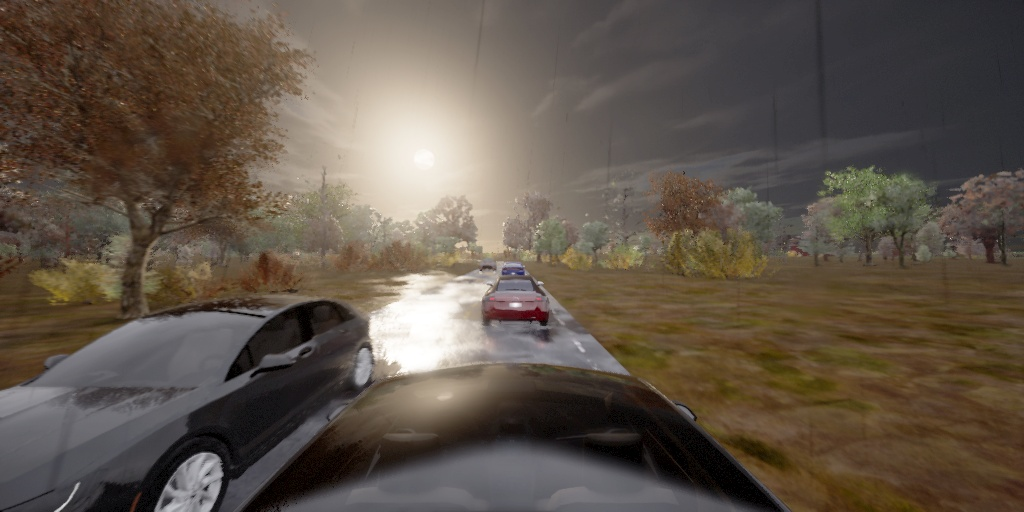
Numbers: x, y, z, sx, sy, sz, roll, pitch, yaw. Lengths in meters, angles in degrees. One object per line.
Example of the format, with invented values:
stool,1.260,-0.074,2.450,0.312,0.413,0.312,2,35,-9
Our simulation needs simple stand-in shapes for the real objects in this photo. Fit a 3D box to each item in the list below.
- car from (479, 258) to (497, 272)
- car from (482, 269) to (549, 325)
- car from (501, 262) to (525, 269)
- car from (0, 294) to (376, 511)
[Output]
car,-3.091,1.086,46.709,2.097,1.767,4.553,0,0,0
car,0.097,1.314,11.854,1.994,1.385,4.181,0,0,0
car,0.091,1.222,30.535,1.882,1.535,5.008,0,0,0
car,-3.101,1.255,3.934,1.837,1.490,4.892,0,0,0
